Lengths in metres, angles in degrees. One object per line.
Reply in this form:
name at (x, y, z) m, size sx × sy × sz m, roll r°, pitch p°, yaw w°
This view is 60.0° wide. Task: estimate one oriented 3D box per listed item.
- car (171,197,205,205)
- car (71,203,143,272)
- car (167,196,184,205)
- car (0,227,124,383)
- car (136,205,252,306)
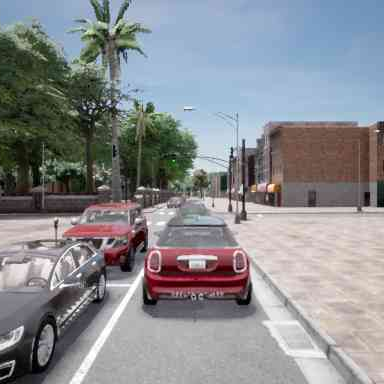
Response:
car at (0.051, 1.365, 19.759) m, size 2.097 × 1.767 × 4.553 m, roll 0°, pitch 0°, yaw -1°
car at (-2.639, 1.318, 10.953) m, size 2.192 × 1.841 × 5.009 m, roll 0°, pitch 0°, yaw 0°
car at (-2.640, 1.543, 49.102) m, size 1.967 × 1.590 × 4.097 m, roll 0°, pitch 0°, yaw 0°
car at (-2.638, 1.551, 5.489) m, size 2.008 × 1.369 × 4.403 m, roll 0°, pitch 0°, yaw 0°
car at (0.099, 1.353, 8.211) m, size 2.097 × 1.767 × 4.553 m, roll 0°, pitch 0°, yaw 0°
